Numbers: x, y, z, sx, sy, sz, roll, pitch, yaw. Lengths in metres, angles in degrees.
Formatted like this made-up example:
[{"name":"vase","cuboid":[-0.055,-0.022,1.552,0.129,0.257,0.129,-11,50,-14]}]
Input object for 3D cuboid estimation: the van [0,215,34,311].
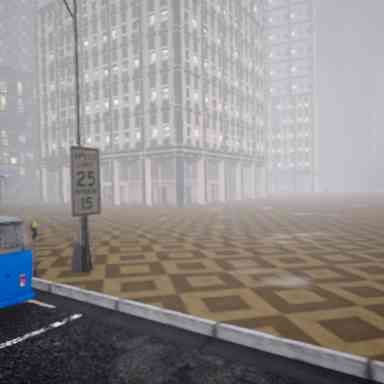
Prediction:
[{"name":"van","cuboid":[-4.665,1.260,6.117,3.998,1.788,1.690,0,1,33]}]
